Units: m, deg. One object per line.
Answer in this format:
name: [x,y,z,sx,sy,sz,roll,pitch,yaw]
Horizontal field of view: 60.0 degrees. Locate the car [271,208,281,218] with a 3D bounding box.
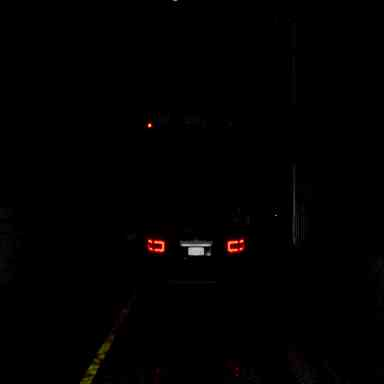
car: [9.049,1.588,27.643,4.718,1.301,1.895,0,0,-10]

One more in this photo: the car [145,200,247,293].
car: [0.080,1.222,9.021,2.150,2.045,5.566,0,0,0]
